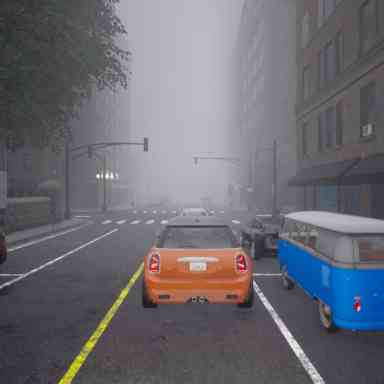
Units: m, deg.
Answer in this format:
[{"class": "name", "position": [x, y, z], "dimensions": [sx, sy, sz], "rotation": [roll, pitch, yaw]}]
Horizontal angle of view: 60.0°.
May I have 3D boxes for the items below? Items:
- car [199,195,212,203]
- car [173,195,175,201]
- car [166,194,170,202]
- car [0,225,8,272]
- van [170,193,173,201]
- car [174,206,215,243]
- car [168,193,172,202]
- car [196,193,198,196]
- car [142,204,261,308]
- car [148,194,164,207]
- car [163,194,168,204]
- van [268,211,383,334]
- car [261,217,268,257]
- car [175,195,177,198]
[{"class": "car", "position": [2.877, 1.409, 66.557], "dimensions": [1.967, 1.590, 4.097], "rotation": [0, 0, 0]}, {"class": "car", "position": [-5.643, 1.521, 77.425], "dimensions": [2.008, 1.369, 4.403], "rotation": [0, 0, 0]}, {"class": "car", "position": [-5.649, 1.513, 61.073], "dimensions": [1.887, 1.381, 4.507], "rotation": [0, 0, 0]}, {"class": "car", "position": [-5.667, 1.314, 6.482], "dimensions": [2.192, 1.841, 5.009], "rotation": [0, 0, 0]}, {"class": "van", "position": [-5.646, 1.310, 71.974], "dimensions": [1.690, 1.788, 3.998], "rotation": [0, 0, 0]}, {"class": "car", "position": [0.107, 1.520, 17.075], "dimensions": [1.812, 1.442, 4.674], "rotation": [0, 0, 0]}, {"class": "car", "position": [-5.647, 1.513, 66.524], "dimensions": [1.887, 1.381, 4.507], "rotation": [0, 0, 0]}, {"class": "car", "position": [2.887, 1.505, 93.969], "dimensions": [1.752, 1.417, 4.829], "rotation": [0, 0, 0]}, {"class": "car", "position": [0.105, 1.351, 8.074], "dimensions": [2.097, 1.767, 4.553], "rotation": [0, 0, 0]}, {"class": "car", "position": [-5.652, 1.497, 50.001], "dimensions": [1.752, 1.417, 4.829], "rotation": [0, 0, 0]}, {"class": "car", "position": [-5.650, 1.520, 55.622], "dimensions": [2.008, 1.369, 4.403], "rotation": [0, 0, 0]}, {"class": "van", "position": [2.858, 1.340, 6.520], "dimensions": [1.690, 1.788, 3.998], "rotation": [0, 0, 0]}, {"class": "car", "position": [2.860, 1.563, 12.180], "dimensions": [1.947, 1.339, 4.313], "rotation": [0, 0, 0]}, {"class": "car", "position": [-5.642, 1.288, 82.876], "dimensions": [2.192, 1.841, 5.009], "rotation": [0, 0, 0]}]
